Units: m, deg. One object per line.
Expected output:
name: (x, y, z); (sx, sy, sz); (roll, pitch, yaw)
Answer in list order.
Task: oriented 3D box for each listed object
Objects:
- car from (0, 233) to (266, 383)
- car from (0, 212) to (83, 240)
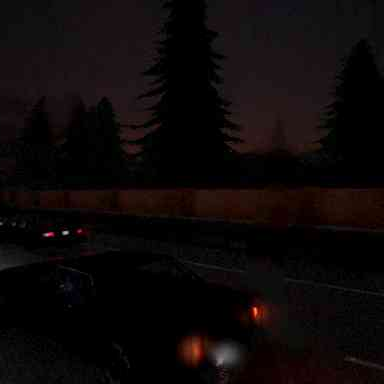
car: (-1.397, 1.607, 5.196); (4.718, 1.301, 1.895); (0, 0, 37)
car: (-6.551, 1.558, 13.896); (5.357, 1.411, 2.033); (0, 0, 41)
